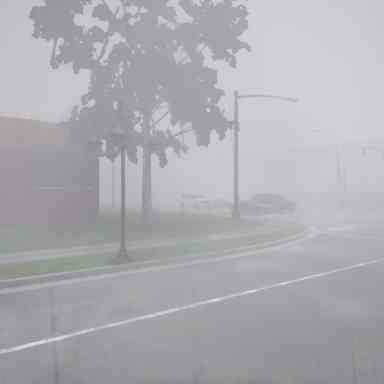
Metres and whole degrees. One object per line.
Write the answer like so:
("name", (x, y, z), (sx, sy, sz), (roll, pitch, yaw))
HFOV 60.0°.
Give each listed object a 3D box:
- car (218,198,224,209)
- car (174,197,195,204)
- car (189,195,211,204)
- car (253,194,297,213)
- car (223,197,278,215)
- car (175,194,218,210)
("car", (3.720, 1.564, 44.743), (1.994, 1.385, 4.181), (0, 0, -34))
("car", (-1.576, 1.601, 65.426), (1.895, 1.301, 4.718), (0, 0, -34))
("car", (1.608, 1.478, 66.962), (1.882, 1.535, 5.008), (0, 0, -34))
("car", (8.922, 1.221, 36.937), (2.150, 2.045, 5.566), (0, 0, -34))
("car", (6.040, 1.547, 34.954), (2.033, 1.411, 5.357), (0, 0, -34))
("car", (0.455, 1.222, 43.335), (2.150, 2.045, 5.566), (0, 0, -34))
